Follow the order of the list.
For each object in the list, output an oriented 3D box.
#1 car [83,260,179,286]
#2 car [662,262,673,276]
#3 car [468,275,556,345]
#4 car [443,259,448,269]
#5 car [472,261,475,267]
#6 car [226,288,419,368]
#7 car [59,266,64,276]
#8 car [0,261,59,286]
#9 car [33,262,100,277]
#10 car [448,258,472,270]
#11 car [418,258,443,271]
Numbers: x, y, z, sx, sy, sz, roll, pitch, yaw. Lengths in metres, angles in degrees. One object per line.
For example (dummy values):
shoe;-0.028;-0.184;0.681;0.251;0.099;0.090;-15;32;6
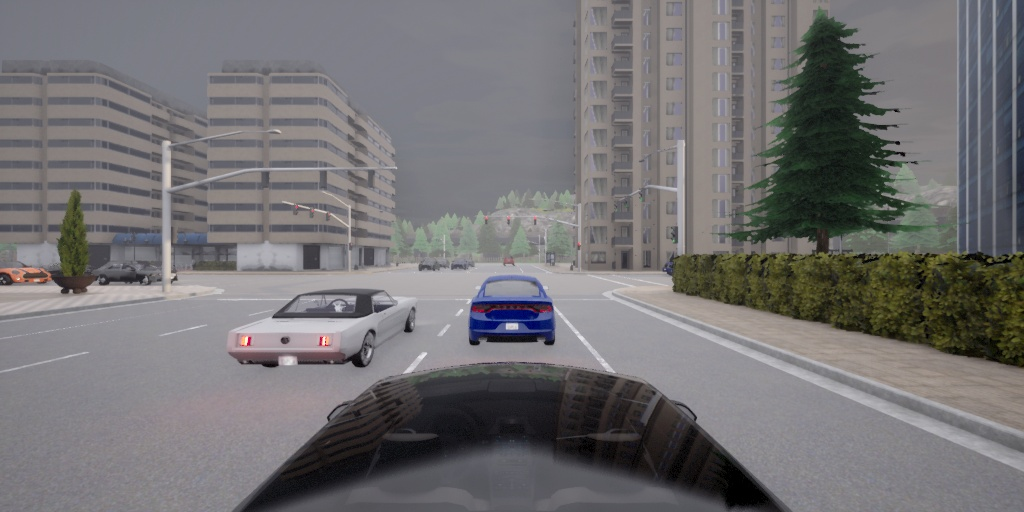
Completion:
car;-25.944;1.238;24.767;4.902;1.511;2.128;0;0;1
car;17.892;0.967;35.442;5.566;2.045;2.150;0;0;0
car;-0.004;1.226;9.495;1.882;1.535;5.008;0;0;0
car;-11.083;1.247;56.990;1.837;1.490;4.892;0;0;0
car;-7.610;1.288;62.565;2.033;1.411;5.357;0;0;1
car;-3.496;1.350;7.829;1.895;1.301;4.718;0;0;0
car;-38.614;1.347;28.304;4.718;1.301;1.895;0;0;0
car;-35.098;1.099;24.796;4.553;1.767;2.097;0;0;0
car;-44.063;1.309;35.511;4.181;1.385;1.994;0;0;0
car;-7.547;1.095;52.124;2.097;1.767;4.553;0;0;0
car;-11.012;1.095;47.905;2.097;1.767;4.553;0;0;0
